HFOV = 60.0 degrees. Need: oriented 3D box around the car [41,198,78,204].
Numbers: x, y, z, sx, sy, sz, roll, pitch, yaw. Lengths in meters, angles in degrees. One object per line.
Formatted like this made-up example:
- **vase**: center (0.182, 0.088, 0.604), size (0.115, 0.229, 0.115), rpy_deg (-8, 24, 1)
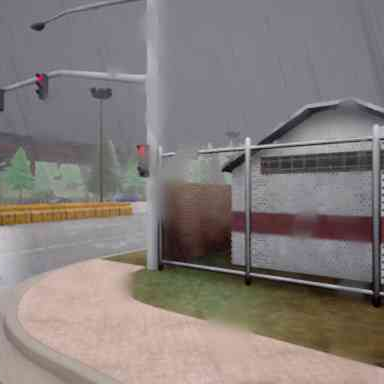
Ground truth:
- **car**: center (-15.848, 1.527, 39.603), size (1.837, 1.490, 4.892), rpy_deg (0, 0, 34)
